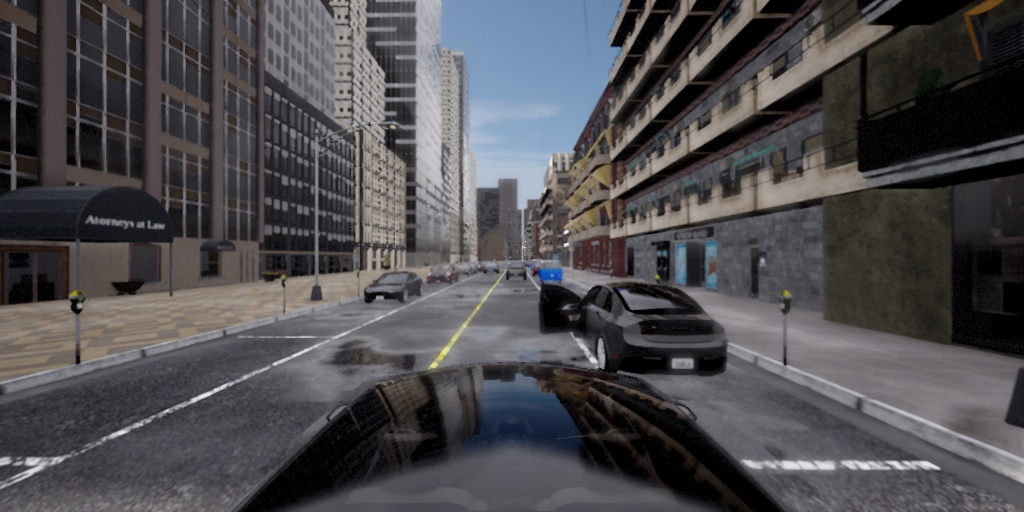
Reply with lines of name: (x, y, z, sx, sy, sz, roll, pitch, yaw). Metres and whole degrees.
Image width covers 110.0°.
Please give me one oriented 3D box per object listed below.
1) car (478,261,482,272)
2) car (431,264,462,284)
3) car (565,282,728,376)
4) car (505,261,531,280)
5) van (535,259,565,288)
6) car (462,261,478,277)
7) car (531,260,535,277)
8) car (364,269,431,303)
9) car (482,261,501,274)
car: (-5.229, 1.544, 44.833, 2.007, 1.370, 4.403, 0, 0, 1)
car: (-5.401, 1.336, 28.266, 1.967, 1.591, 4.097, 0, 0, 1)
car: (2.428, 1.281, 7.472, 1.837, 1.490, 4.892, 0, 0, 1)
car: (0.421, 1.415, 33.943, 2.128, 1.511, 4.902, 0, 0, 1)
van: (2.980, 1.227, 28.178, 1.690, 1.789, 3.998, 0, 0, 1)
car: (-5.286, 1.511, 39.310, 2.007, 1.370, 4.403, 0, 0, 1)
car: (3.095, 1.496, 39.222, 1.888, 1.381, 4.507, 0, 0, 1)
car: (-5.516, 1.401, 17.221, 1.948, 1.339, 4.313, 0, 0, 1)
car: (-2.548, 1.518, 45.245, 1.812, 1.442, 4.674, 0, -1, 1)
